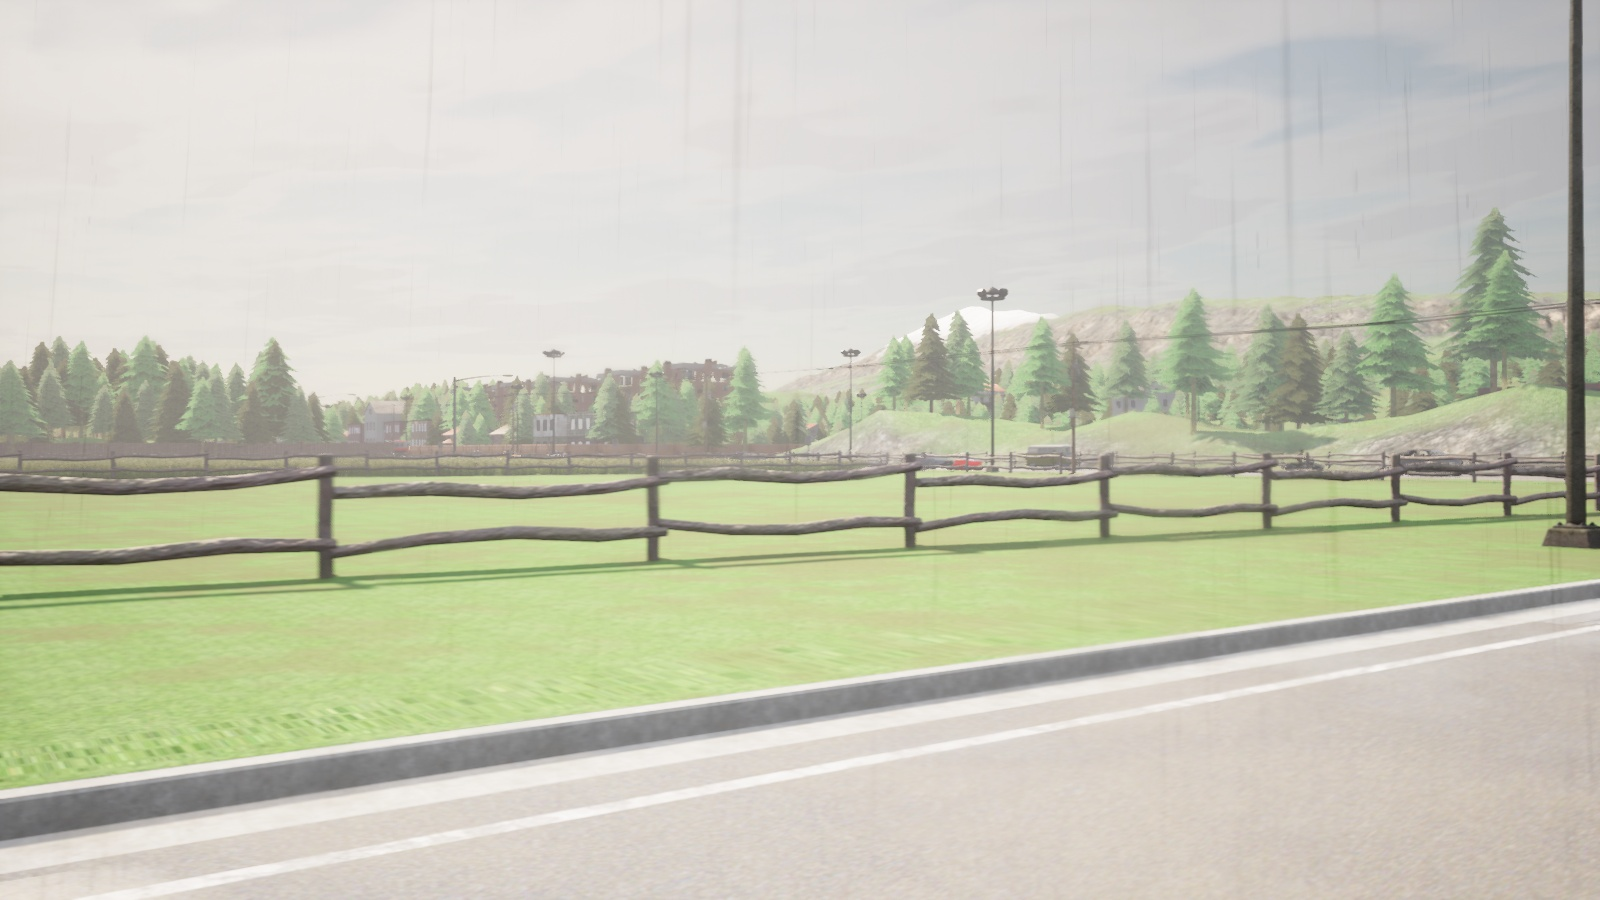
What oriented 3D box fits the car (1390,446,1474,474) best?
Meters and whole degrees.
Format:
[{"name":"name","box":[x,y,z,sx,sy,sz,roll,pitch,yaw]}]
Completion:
[{"name":"car","box":[37.038,0.568,73.639,1.851,1.617,3.988,0,0,-36]}]

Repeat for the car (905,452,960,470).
[{"name":"car","box":[10.352,0.878,98.459,1.994,1.385,4.181,0,0,-36]}]

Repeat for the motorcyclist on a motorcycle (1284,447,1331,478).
[{"name":"motorcyclist on a motorcycle","box":[27.723,0.654,68.597,0.766,1.649,2.350,0,0,-36]}]

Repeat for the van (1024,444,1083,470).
[{"name":"van","box":[19.681,0.525,97.527,1.775,1.987,4.442,0,0,-36]}]

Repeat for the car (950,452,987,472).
[{"name":"car","box":[12.100,0.851,90.099,1.481,1.376,2.207,0,0,-36]}]
